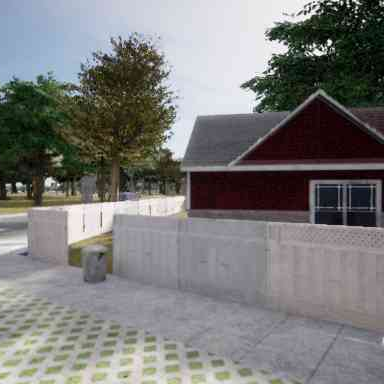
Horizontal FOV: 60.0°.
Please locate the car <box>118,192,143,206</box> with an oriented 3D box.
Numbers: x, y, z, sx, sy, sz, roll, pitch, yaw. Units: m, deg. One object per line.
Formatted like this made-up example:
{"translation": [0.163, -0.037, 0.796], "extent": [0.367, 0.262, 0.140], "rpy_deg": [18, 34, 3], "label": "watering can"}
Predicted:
{"translation": [-7.098, 1.034, 36.858], "extent": [2.150, 2.045, 5.566], "rpy_deg": [0, 0, 12], "label": "car"}
